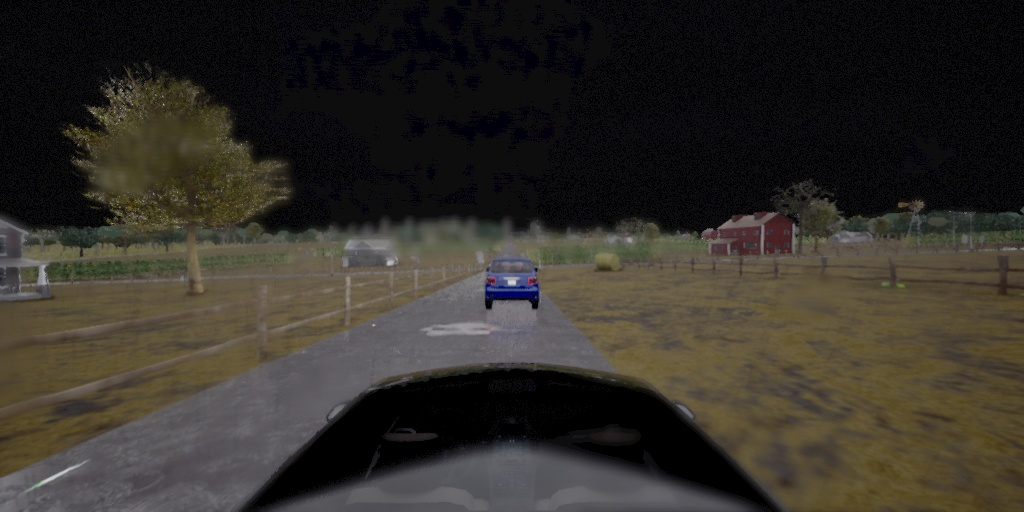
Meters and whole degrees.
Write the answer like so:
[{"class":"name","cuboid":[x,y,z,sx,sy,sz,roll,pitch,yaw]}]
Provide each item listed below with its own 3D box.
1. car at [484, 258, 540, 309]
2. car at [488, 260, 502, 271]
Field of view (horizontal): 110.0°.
[{"class":"car","cuboid":[0.001,1.092,15.872,2.150,2.045,5.566,0,0,0]},{"class":"car","cuboid":[-2.753,1.544,59.527,2.097,1.767,4.553,0,0,0]}]
